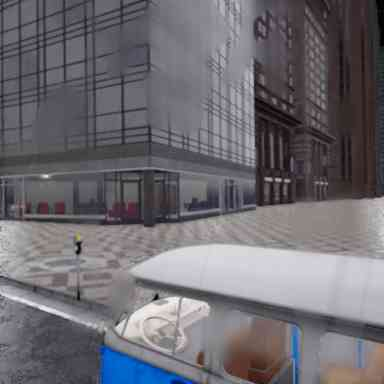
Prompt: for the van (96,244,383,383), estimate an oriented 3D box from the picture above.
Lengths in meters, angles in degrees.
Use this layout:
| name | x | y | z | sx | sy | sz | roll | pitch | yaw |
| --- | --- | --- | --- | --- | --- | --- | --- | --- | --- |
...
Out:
| name | x | y | z | sx | sy | sz | roll | pitch | yaw |
| --- | --- | --- | --- | --- | --- | --- | --- | --- | --- |
| van | 1.112 | 1.342 | 2.064 | 3.998 | 1.788 | 1.690 | -1 | -1 | 36 |
